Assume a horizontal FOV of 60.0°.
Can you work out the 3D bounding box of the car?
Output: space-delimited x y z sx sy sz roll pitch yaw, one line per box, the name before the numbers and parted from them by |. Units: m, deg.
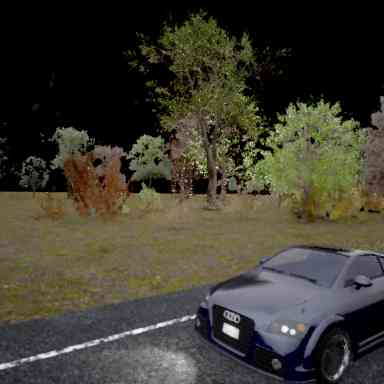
car | 2.112 1.590 5.395 4.181 1.385 1.994 0 0 -36
